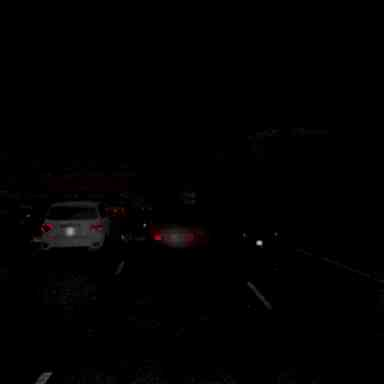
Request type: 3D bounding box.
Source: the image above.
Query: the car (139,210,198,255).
[{"bbox_3d":[-1.028,1.698,14.149,2.033,1.411,5.357,0,-1,-10],"label":"car"}]

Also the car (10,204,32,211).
[{"bbox_3d":[-14.588,1.790,28.895,1.882,1.535,5.008,1,-1,-34],"label":"car"}]

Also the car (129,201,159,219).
[{"bbox_3d":[-5.023,1.707,33.580,2.097,1.767,4.553,0,-1,-32],"label":"car"}]

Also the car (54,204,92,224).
[{"bbox_3d":[-10.589,1.861,29.247,2.033,1.411,5.357,0,-1,-32],"label":"car"}]

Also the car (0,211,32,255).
[{"bbox_3d":[-8.173,1.716,13.909,1.994,1.385,4.181,0,-1,-12],"label":"car"}]

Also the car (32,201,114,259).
[{"bbox_3d":[-4.512,1.371,13.603,2.150,2.045,5.566,0,0,-11],"label":"car"}]

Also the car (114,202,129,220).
[{"bbox_3d":[-8.037,1.690,31.804,2.097,1.767,4.553,0,-1,-32],"label":"car"}]

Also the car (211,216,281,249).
[{"bbox_3d":[2.284,1.763,15.435,1.895,1.301,4.718,0,-1,-11],"label":"car"}]
